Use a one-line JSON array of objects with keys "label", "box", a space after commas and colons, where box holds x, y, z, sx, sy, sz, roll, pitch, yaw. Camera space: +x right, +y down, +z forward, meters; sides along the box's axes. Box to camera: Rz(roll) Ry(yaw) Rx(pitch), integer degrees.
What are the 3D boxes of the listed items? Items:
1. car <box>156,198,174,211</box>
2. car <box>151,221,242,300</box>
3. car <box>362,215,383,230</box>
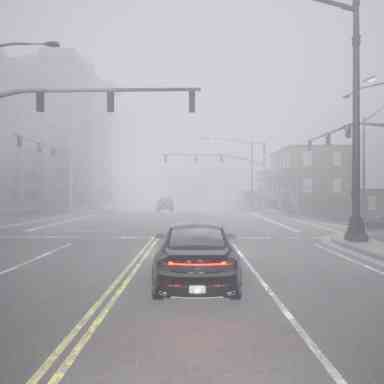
[{"label": "car", "box": [-3.604, 1.748, 45.265, 2.150, 2.045, 5.566, 0, -5, 0]}, {"label": "car", "box": [0.096, 1.505, 8.393, 1.837, 1.490, 4.892, 0, 0, 0]}, {"label": "car", "box": [16.056, 2.654, 28.274, 4.181, 1.385, 1.994, 8, 0, 0]}]
